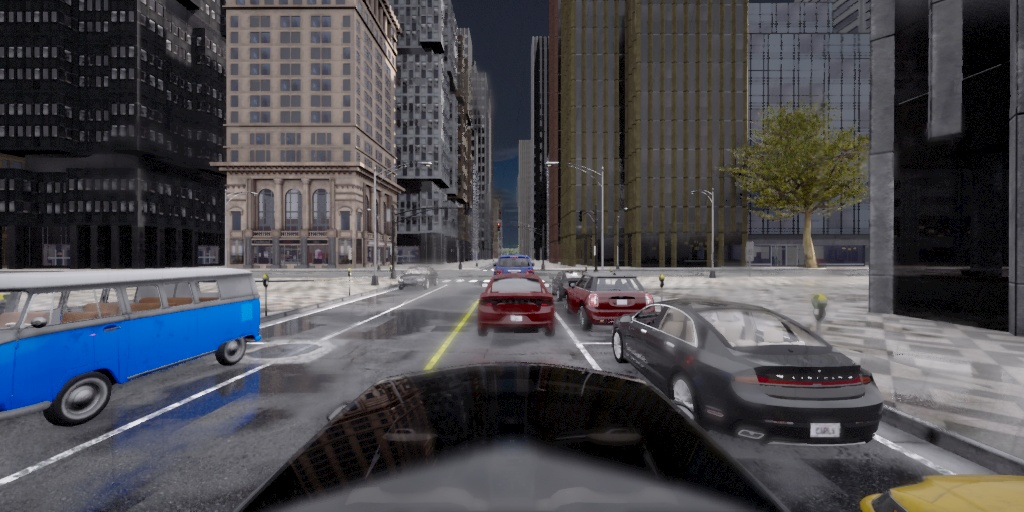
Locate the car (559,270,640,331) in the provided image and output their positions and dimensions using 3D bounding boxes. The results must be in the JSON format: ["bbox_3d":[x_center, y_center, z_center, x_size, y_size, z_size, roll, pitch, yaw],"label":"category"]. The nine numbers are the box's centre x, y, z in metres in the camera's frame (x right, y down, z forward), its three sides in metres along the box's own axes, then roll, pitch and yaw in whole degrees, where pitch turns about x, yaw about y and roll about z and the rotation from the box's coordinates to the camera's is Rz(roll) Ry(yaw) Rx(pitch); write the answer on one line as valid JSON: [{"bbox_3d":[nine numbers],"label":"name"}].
[{"bbox_3d":[2.781,1.188,10.989,1.967,1.591,4.097,0,0,0],"label":"car"}]

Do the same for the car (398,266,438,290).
[{"bbox_3d":[-5.724,1.296,22.285,2.007,1.370,4.403,0,0,0],"label":"car"}]

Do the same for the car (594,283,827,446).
[{"bbox_3d":[2.770,1.300,5.347,2.007,1.370,4.403,0,0,0],"label":"car"}]

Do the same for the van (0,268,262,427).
[{"bbox_3d":[-5.755,1.090,5.362,1.690,1.789,3.998,0,0,0],"label":"van"}]

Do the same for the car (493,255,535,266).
[{"bbox_3d":[0.110,0.967,20.259,2.150,2.045,5.566,0,0,0],"label":"car"}]

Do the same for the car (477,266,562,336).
[{"bbox_3d":[0.109,1.226,10.375,1.882,1.535,5.008,0,0,0],"label":"car"}]
